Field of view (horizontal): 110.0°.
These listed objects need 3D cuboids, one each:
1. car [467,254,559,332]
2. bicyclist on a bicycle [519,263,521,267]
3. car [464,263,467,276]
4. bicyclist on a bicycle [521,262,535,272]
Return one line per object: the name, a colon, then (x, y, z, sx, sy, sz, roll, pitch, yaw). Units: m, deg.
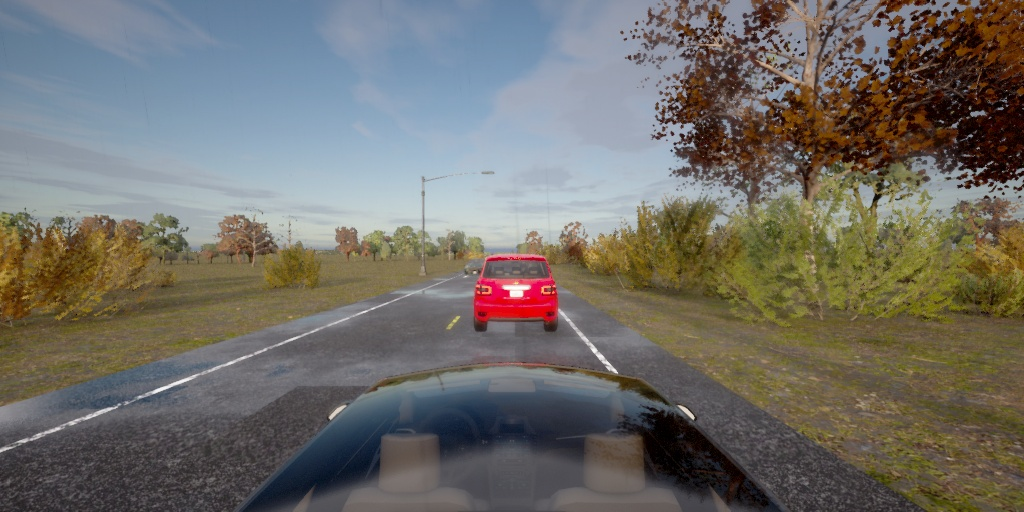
car: (0.091, 0.968, 11.008, 2.150, 2.045, 5.566, 0, 0, 0)
bicyclist on a bicycle: (0.902, 1.110, 28.727, 0.659, 1.776, 1.843, 0, 0, 0)
car: (-3.715, 1.090, 37.416, 2.097, 1.767, 4.553, 0, 0, 0)
bicyclist on a bicycle: (0.942, 1.114, 18.714, 0.659, 1.776, 1.843, 0, 0, 0)
